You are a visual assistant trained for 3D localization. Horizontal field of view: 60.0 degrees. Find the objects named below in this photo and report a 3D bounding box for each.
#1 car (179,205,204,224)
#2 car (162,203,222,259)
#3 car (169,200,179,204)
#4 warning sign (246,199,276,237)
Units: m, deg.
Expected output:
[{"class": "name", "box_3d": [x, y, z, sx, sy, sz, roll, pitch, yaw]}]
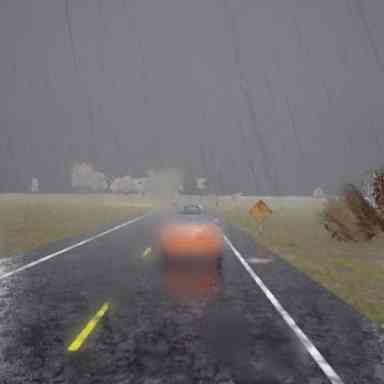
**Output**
[{"class": "car", "box_3d": [0.024, 1.883, 28.497, 1.994, 1.385, 4.181, 0, -1, 1]}, {"class": "car", "box_3d": [0.025, 1.501, 13.408, 2.097, 1.767, 4.553, 0, -1, 1]}, {"class": "car", "box_3d": [-3.499, 2.281, 65.355, 2.033, 1.411, 5.357, 0, -1, 0]}, {"class": "warning sign", "box_3d": [3.549, 1.308, 17.221, 1.300, 1.860, 1.060, 0, -1, 0]}]
